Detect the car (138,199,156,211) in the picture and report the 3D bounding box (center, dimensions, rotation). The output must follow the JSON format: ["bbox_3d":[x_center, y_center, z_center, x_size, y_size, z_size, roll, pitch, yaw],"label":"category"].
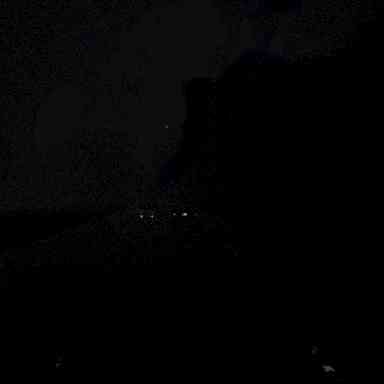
[{"bbox_3d":[-5.249,1.491,39.431,1.994,1.385,4.181,0,0,-4],"label":"car"}]

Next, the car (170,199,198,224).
[{"bbox_3d":[-0.564,1.482,23.991,2.033,1.411,5.357,0,0,-3],"label":"car"}]
